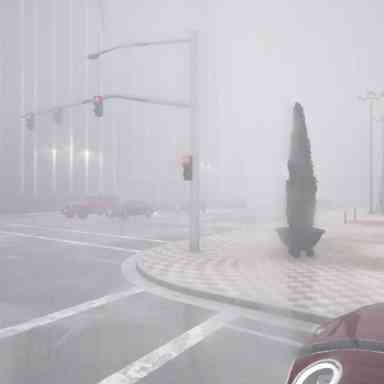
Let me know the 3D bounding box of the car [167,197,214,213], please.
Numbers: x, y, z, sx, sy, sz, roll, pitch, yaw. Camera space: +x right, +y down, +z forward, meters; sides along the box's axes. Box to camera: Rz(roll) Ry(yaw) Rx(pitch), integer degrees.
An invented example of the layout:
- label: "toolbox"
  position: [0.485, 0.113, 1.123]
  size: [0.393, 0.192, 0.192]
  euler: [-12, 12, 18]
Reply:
- label: "car"
  position: [-0.067, 1.492, 36.381]
  size: [2.128, 1.511, 4.902]
  euler: [0, 0, 35]

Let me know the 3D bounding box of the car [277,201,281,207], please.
- label: "car"
  position: [14.688, 1.564, 51.100]
  size: [1.994, 1.385, 4.181]
  euler: [0, 0, 35]

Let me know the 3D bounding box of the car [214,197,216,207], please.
- label: "car"
  position: [2.660, 1.478, 46.399]
  size: [1.882, 1.535, 5.008]
  euler: [0, 0, 35]

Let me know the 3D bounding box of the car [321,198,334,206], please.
- label: "car"
  position: [22.646, 1.601, 56.400]
  size: [1.895, 1.301, 4.718]
  euler: [0, 0, 34]

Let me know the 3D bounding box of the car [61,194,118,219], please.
- label: "car"
  position: [-8.872, 1.221, 29.858]
  size: [2.150, 2.045, 5.566]
  euler: [0, 0, 35]

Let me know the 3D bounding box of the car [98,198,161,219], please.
- label: "car"
  position: [-5.277, 1.492, 28.909]
  size: [2.128, 1.511, 4.902]
  euler: [0, 0, 35]

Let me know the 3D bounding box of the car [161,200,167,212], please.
- label: "car"
  position: [-3.169, 1.564, 38.046]
  size: [1.994, 1.385, 4.181]
  euler: [0, 0, 35]

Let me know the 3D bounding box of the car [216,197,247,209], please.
- label: "car"
  position: [5.743, 1.492, 44.700]
  size: [2.128, 1.511, 4.902]
  euler: [0, 0, 35]

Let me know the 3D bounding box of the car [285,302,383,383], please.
- label: "car"
  position: [2.862, 1.352, 1.929]
  size: [4.553, 1.767, 2.097]
  euler: [0, 0, 36]
